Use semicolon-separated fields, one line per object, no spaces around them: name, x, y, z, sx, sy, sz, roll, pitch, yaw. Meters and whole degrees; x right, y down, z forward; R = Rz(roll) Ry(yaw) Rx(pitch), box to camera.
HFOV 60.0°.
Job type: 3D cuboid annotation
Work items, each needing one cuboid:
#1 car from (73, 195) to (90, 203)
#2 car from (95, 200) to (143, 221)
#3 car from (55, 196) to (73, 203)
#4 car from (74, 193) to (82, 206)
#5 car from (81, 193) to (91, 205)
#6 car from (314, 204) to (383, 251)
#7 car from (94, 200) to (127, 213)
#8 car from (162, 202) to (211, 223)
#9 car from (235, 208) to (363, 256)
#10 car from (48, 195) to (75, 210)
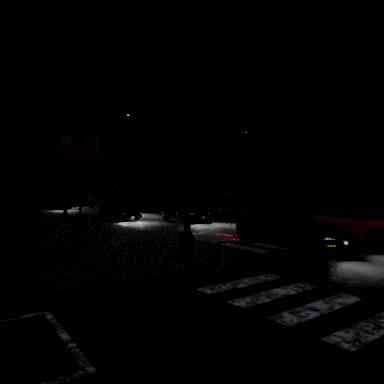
car;-22.047;1.366;66.380;1.882;1.535;5.008;0;0;-36
car;-5.946;1.513;26.928;2.033;1.411;5.357;0;0;-36
car;-25.097;1.438;65.052;2.033;1.411;5.357;0;0;-36
car;-18.692;1.280;50.398;1.994;1.385;4.181;0;0;-36
car;-18.961;1.131;56.503;2.150;2.045;5.566;0;0;-35
car;7.113;1.341;14.323;2.097;1.767;4.553;0;0;-36
car;-9.147;1.547;36.961;1.895;1.301;4.718;0;0;-36
car;-0.548;1.494;24.984;1.812;1.442;4.674;0;0;-36
car;3.839;1.496;13.309;1.837;1.490;4.892;0;0;-36
car;-16.774;1.415;42.046;1.882;1.535;5.008;0;0;-35
